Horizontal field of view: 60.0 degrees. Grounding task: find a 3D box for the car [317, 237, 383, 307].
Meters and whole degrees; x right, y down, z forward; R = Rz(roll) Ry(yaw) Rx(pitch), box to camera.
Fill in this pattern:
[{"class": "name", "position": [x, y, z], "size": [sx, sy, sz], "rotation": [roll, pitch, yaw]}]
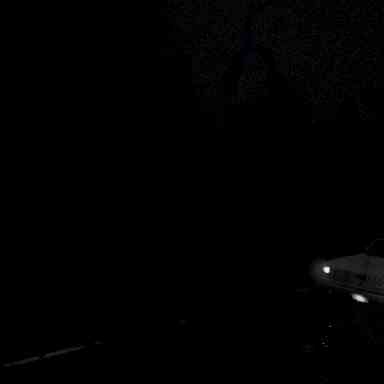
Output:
[{"class": "car", "position": [4.941, 1.708, 7.518], "size": [4.718, 1.301, 1.895], "rotation": [1, -1, -36]}]
